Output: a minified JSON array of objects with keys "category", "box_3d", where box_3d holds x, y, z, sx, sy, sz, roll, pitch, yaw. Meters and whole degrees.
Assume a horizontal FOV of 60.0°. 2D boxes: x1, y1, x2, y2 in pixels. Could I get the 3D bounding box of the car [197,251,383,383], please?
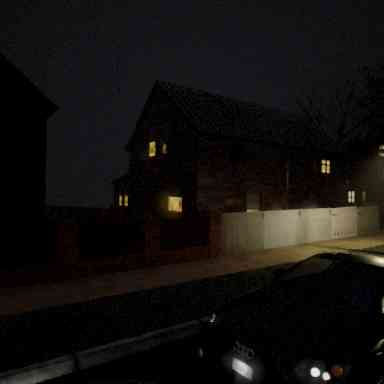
[{"category":"car","box_3d":[2.122,1.568,4.456,4.181,1.385,1.994,0,0,-35]}]
